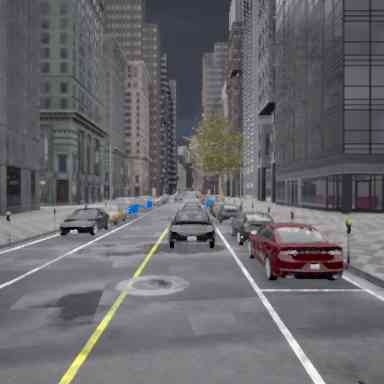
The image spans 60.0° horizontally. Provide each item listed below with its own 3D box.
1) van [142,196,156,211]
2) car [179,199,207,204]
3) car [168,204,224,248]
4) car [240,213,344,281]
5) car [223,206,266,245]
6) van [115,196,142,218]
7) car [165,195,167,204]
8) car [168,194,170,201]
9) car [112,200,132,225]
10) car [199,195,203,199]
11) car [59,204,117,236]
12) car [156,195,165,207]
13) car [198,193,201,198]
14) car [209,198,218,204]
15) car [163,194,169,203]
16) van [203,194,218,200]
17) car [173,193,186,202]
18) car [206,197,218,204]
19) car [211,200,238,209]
[{"bbox_3d":[-5.765,1.347,40.033,1.690,1.788,3.998,0,0,0],"label":"van"},{"bbox_3d":[0.000,1.575,29.651,1.994,1.385,4.181,0,0,0],"label":"car"},{"bbox_3d":[0.000,1.494,14.650,2.128,1.511,4.902,0,0,0],"label":"car"},{"bbox_3d":[2.761,1.542,9.702,1.887,1.381,4.507,0,0,0],"label":"car"},{"bbox_3d":[2.761,1.549,15.146,2.008,1.369,4.403,0,0,0],"label":"car"},{"bbox_3d":[-5.765,1.342,29.206,1.690,1.788,3.998,0,0,0],"label":"van"},{"bbox_3d":[-5.764,1.598,56.272,1.802,1.307,4.206,0,0,0],"label":"car"},{"bbox_3d":[-5.764,1.591,67.099,1.947,1.339,4.313,0,0,0],"label":"car"},{"bbox_3d":[-5.764,1.525,23.623,1.752,1.417,4.829,0,0,0],"label":"car"},{"bbox_3d":[2.761,1.567,56.752,2.008,1.369,4.403,0,0,0],"label":"car"},{"bbox_3d":[-5.764,1.564,18.380,1.947,1.339,4.313,0,0,0],"label":"car"},{"bbox_3d":[-5.764,1.563,50.859,2.008,1.369,4.403,0,0,0],"label":"car"},{"bbox_3d":[2.760,1.335,62.041,2.192,1.841,5.009,0,0,0],"label":"car"},{"bbox_3d":[2.761,1.527,30.477,1.752,1.417,4.829,0,0,0],"label":"car"},{"bbox_3d":[-5.764,1.565,61.686,1.887,1.381,4.507,0,0,0],"label":"car"},{"bbox_3d":[2.760,1.350,46.174,1.690,1.788,3.998,0,0,0],"label":"van"},{"bbox_3d":[-3.000,1.505,75.904,1.837,1.490,4.892,0,0,0],"label":"car"},{"bbox_3d":[2.761,1.570,35.597,1.947,1.339,4.313,0,0,0],"label":"car"},{"bbox_3d":[2.761,1.551,25.018,2.008,1.369,4.403,0,0,0],"label":"car"}]
